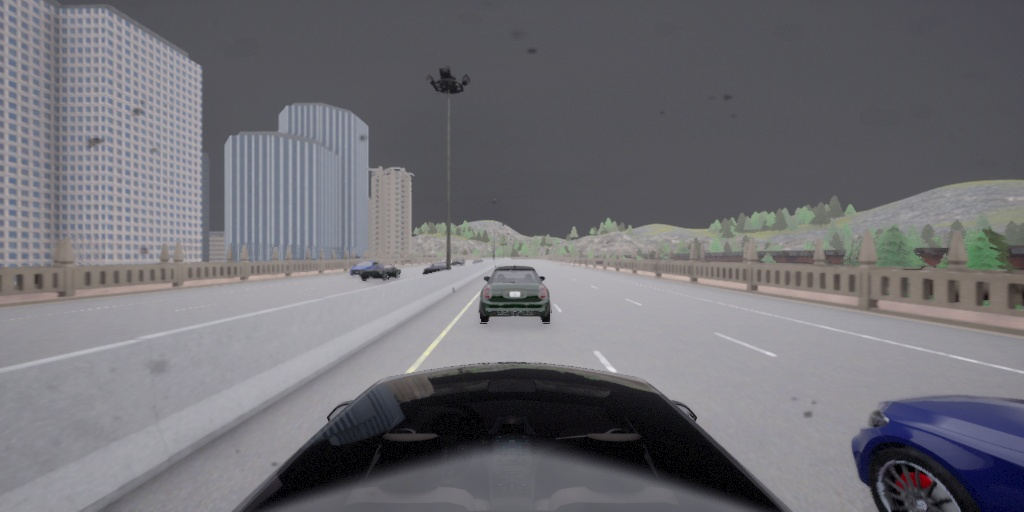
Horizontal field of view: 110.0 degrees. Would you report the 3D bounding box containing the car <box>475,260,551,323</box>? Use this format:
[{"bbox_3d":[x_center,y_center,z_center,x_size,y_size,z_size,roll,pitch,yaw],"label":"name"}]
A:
[{"bbox_3d":[0.089,1.098,12.238,2.097,1.767,4.553,0,0,0],"label":"car"}]

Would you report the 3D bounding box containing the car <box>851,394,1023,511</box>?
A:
[{"bbox_3d":[3.575,1.275,0.825,1.812,1.442,4.674,0,0,0],"label":"car"}]

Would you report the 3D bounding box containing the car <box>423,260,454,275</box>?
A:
[{"bbox_3d":[-7.118,1.339,34.282,1.895,1.301,4.718,0,0,0],"label":"car"}]

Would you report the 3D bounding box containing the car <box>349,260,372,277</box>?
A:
[{"bbox_3d":[-14.116,1.218,35.157,1.882,1.535,5.008,0,0,0],"label":"car"}]

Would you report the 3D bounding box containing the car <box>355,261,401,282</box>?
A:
[{"bbox_3d":[-10.616,1.342,29.181,1.895,1.301,4.718,0,0,0],"label":"car"}]
